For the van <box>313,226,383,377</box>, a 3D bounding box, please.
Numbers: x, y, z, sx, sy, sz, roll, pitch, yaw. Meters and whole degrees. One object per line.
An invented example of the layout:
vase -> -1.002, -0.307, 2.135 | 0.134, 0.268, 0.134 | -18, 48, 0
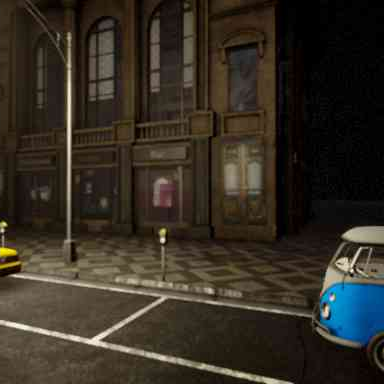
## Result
van -> 3.743, 1.381, 4.192 | 3.998, 1.788, 1.690 | 0, -1, 23

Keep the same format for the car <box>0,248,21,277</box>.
car -> -6.719, 1.623, 8.737 | 4.829, 1.417, 1.752 | 0, -1, 23
